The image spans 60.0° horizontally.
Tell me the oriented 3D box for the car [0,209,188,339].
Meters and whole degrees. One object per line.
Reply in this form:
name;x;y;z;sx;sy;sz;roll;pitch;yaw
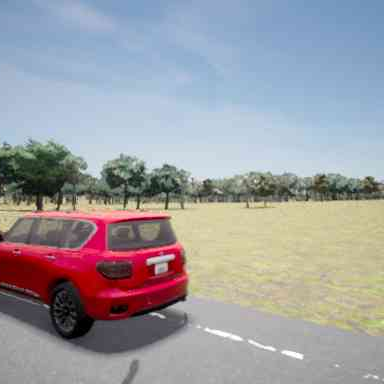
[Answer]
car;-2.651;1.390;7.136;5.566;2.045;2.150;-1;-2;37
